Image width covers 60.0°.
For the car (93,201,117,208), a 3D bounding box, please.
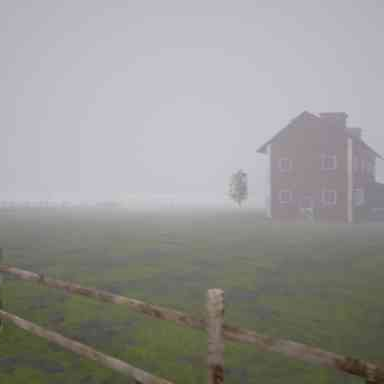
[{"bbox_3d":[-17.439,2.457,66.531,1.895,1.301,4.718,0,-1,36],"label":"car"}]
